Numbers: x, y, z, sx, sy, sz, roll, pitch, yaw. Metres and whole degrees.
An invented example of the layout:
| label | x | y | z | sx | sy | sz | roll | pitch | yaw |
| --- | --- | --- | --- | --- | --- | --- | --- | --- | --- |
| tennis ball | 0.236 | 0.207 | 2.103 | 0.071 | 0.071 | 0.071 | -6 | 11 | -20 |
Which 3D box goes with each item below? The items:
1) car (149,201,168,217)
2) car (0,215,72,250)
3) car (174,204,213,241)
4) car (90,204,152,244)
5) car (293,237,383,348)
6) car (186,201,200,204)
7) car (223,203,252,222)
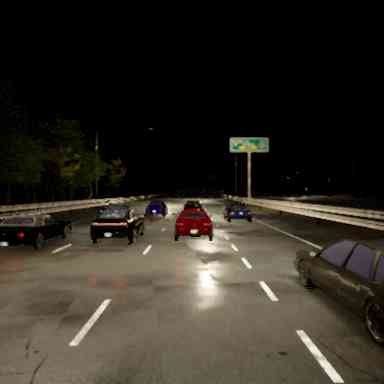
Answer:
| label | x | y | z | sx | sy | sz | roll | pitch | yaw |
| --- | --- | --- | --- | --- | --- | --- | --- | --- | --- |
| car | -3.396 | 1.594 | 32.367 | 1.812 | 1.442 | 4.674 | 0 | 0 | 0 |
| car | -6.914 | 1.639 | 14.544 | 1.895 | 1.301 | 4.718 | 0 | 0 | 0 |
| car | 0.086 | 1.570 | 16.922 | 1.812 | 1.442 | 4.674 | 0 | 0 | 0 |
| car | -3.415 | 1.533 | 15.953 | 2.128 | 1.511 | 4.902 | 0 | 0 | 0 |
| car | 3.583 | 1.565 | 6.255 | 2.033 | 1.411 | 5.357 | 0 | 0 | -1 |
| car | 0.103 | 1.594 | 32.329 | 1.812 | 1.442 | 4.674 | 0 | 0 | 0 |
| car | 3.590 | 1.610 | 26.747 | 2.033 | 1.411 | 5.357 | 0 | 0 | 0 |
